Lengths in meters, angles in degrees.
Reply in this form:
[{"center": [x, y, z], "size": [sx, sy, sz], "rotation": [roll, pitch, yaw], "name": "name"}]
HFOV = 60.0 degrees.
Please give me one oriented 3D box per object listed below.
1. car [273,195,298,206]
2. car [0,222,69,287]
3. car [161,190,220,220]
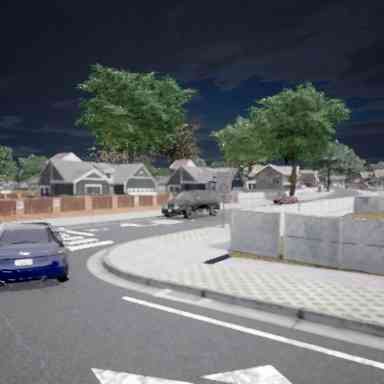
[{"center": [11.918, 1.064, 42.512], "size": [1.895, 1.301, 4.718], "rotation": [1, 1, 35], "name": "car"}, {"center": [-4.547, 1.528, 9.265], "size": [1.994, 1.385, 4.181], "rotation": [-1, 1, -24], "name": "car"}, {"center": [0.031, 0.920, 25.496], "size": [2.150, 2.045, 5.566], "rotation": [1, 1, 35], "name": "car"}]
